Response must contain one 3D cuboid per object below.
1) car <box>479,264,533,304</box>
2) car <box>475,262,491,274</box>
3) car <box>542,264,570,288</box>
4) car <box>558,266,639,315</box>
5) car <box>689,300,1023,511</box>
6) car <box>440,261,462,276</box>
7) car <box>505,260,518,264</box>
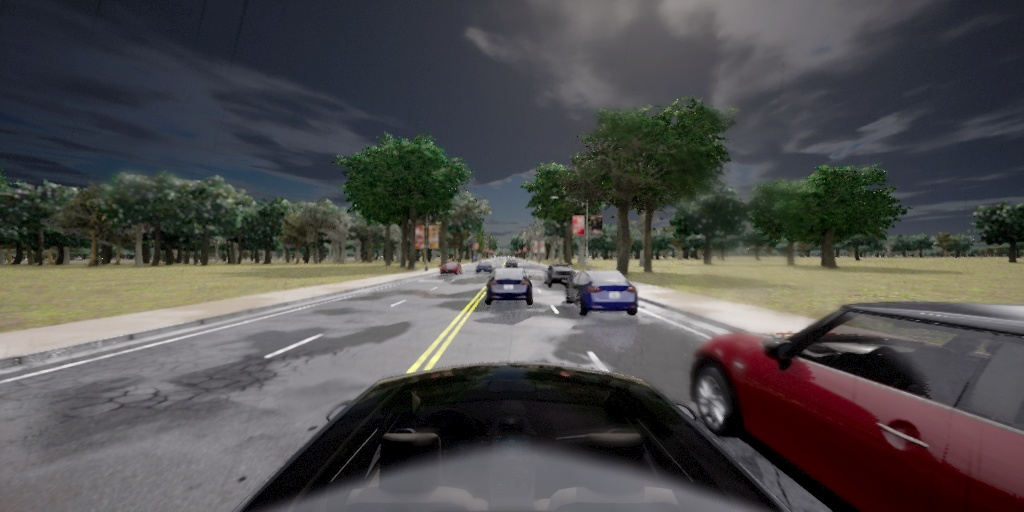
[{"bbox_3d":[-0.106,1.290,16.599,2.163,1.488,4.792,0,0,0],"label":"car"},{"bbox_3d":[-3.382,1.400,44.053,2.033,1.411,5.357,0,0,0],"label":"car"},{"bbox_3d":[3.219,1.309,24.662,1.837,1.490,4.892,0,0,0],"label":"car"},{"bbox_3d":[3.241,1.283,13.687,2.163,1.488,4.792,0,0,0],"label":"car"},{"bbox_3d":[3.250,1.104,2.622,2.097,1.767,4.553,0,0,0],"label":"car"},{"bbox_3d":[-6.648,1.319,39.384,1.882,1.535,5.008,0,0,0],"label":"car"},{"bbox_3d":[-0.062,1.381,55.605,1.837,1.490,4.892,0,0,0],"label":"car"}]
